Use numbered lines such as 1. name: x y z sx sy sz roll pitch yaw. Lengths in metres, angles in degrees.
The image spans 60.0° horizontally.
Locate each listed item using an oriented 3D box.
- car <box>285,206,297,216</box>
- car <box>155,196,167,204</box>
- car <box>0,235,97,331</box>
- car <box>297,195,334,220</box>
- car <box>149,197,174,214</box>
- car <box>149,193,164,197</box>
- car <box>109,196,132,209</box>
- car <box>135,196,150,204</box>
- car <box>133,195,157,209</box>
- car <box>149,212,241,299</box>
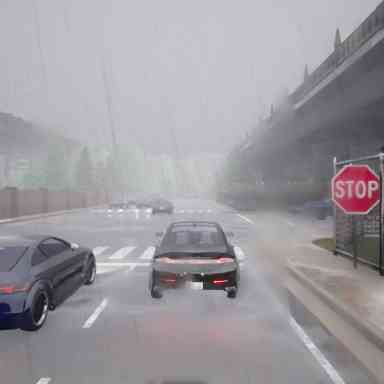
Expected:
1. car: 11.544 1.547 30.957 5.357 1.411 2.033 0 0 0
2. car: -6.113 1.564 65.842 1.994 1.385 4.181 0 0 2
3. car: -3.413 1.564 6.842 1.994 1.385 4.181 0 0 0
4. car: 12.017 1.222 27.456 5.566 2.045 2.150 0 0 0
5. car: -2.988 1.564 34.947 1.994 1.385 4.181 0 0 1
6. car: -6.314 1.221 55.868 2.150 2.045 5.566 0 0 1
7. car: -9.971 1.505 45.697 1.837 1.490 4.892 0 0 1
8. car: -9.627 1.547 65.300 2.033 1.411 5.357 0 0 1
9. car: -6.466 1.505 46.015 1.837 1.490 4.892 0 0 1
10. car: 0.060 1.492 8.464 2.128 1.511 4.902 0 0 0
